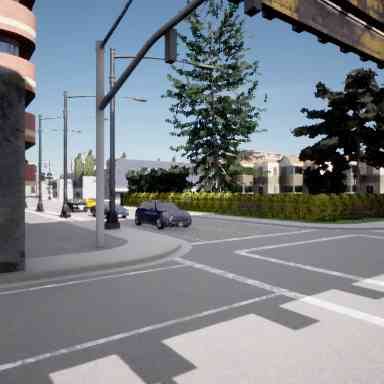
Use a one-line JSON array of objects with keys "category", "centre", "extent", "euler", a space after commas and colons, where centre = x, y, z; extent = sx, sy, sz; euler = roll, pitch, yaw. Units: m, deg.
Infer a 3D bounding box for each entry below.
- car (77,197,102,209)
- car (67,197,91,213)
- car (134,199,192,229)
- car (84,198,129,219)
[{"category": "car", "centre": [-14.061, 1.478, 45.323], "extent": [1.882, 1.535, 5.008], "euler": [0, 0, -34]}, {"category": "car", "centre": [-13.292, 1.492, 37.809], "extent": [2.128, 1.511, 4.902], "euler": [0, 0, -35]}, {"category": "car", "centre": [-1.959, 1.352, 21.679], "extent": [2.097, 1.767, 4.553], "euler": [0, 0, -35]}, {"category": "car", "centre": [-7.434, 1.547, 29.457], "extent": [2.033, 1.411, 5.357], "euler": [0, 0, -35]}]
